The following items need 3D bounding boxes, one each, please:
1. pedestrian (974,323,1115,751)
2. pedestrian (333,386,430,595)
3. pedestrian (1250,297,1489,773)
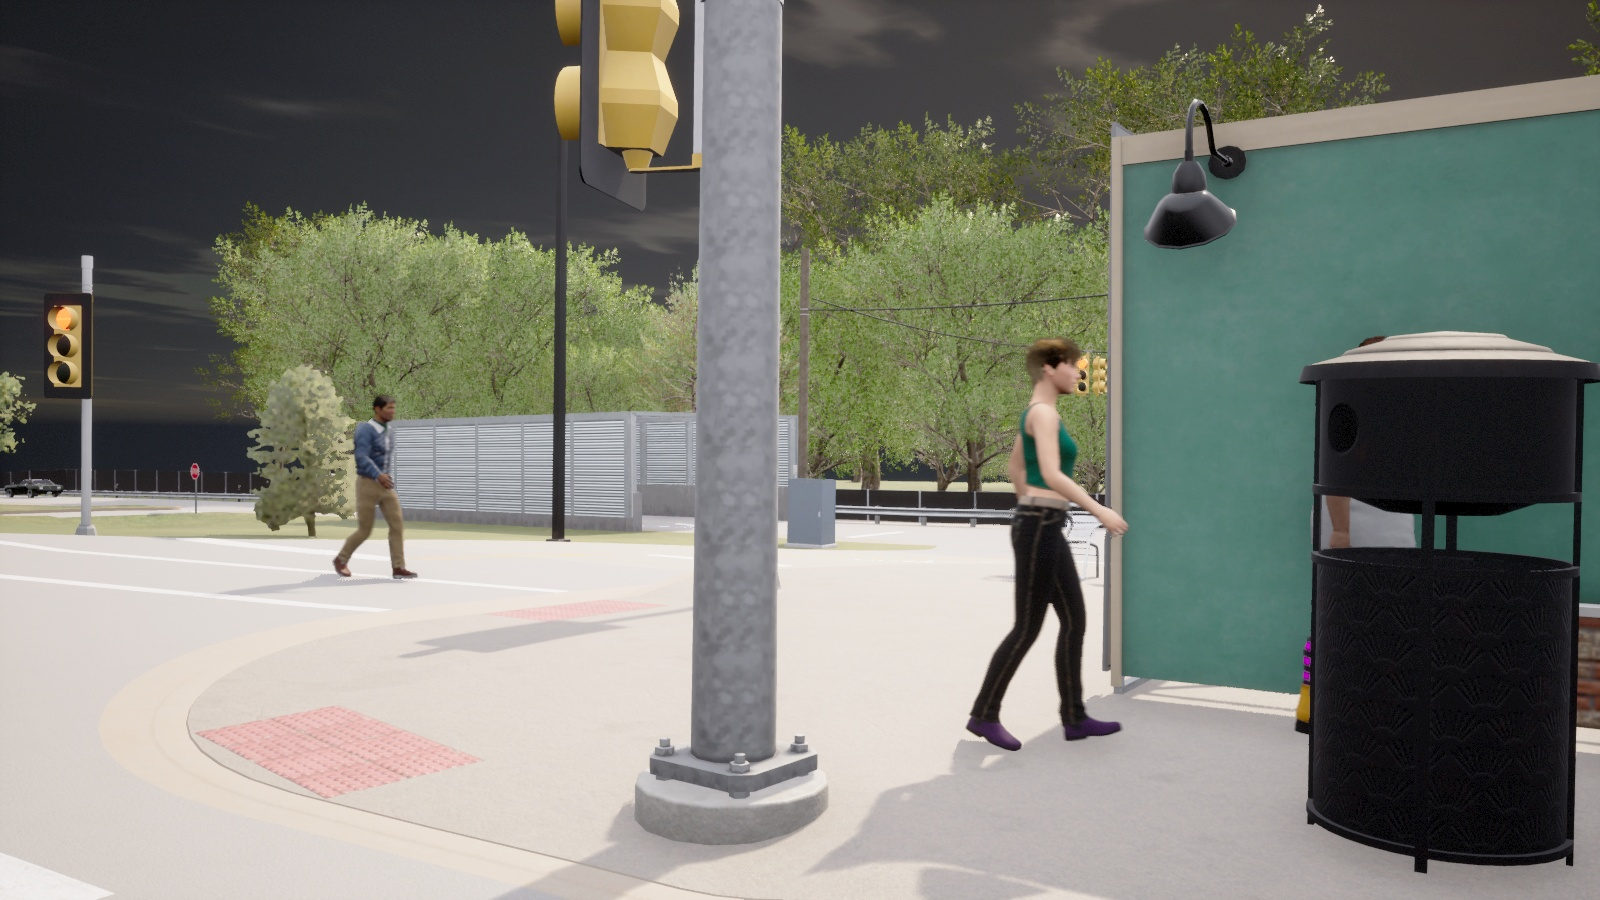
[{"bbox_3d":[1.101,0.374,5.627,0.594,1.836,0.345,0,1,15],"label":"pedestrian"},{"bbox_3d":[-4.019,0.376,12.056,0.788,1.949,0.423,0,1,24],"label":"pedestrian"},{"bbox_3d":[2.570,0.342,5.663,0.873,1.952,0.659,0,1,34],"label":"pedestrian"}]
